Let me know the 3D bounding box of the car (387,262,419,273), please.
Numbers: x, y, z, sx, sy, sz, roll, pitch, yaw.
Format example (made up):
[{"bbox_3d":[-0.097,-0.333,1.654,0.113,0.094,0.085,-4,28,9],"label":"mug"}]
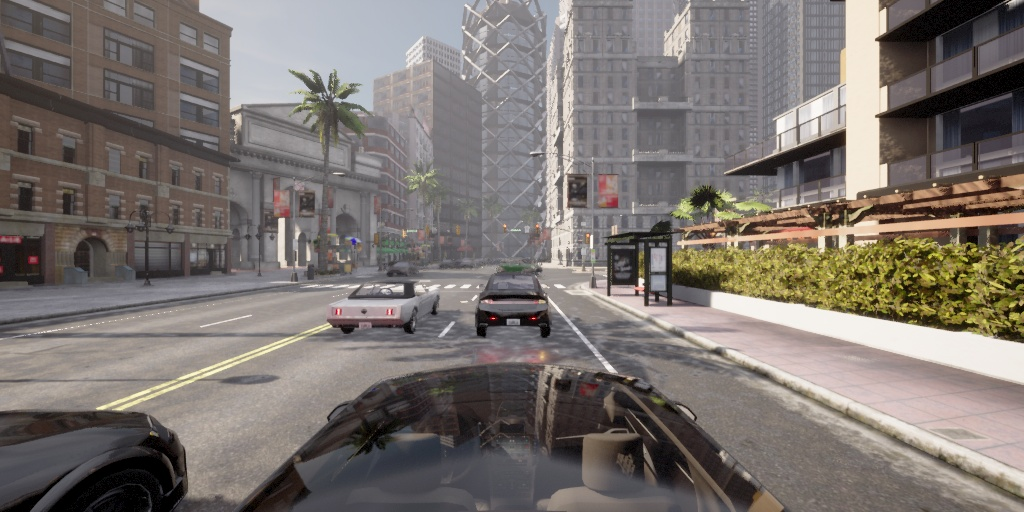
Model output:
[{"bbox_3d":[-10.672,1.297,35.386,2.033,1.411,5.357,0,0,0],"label":"car"}]

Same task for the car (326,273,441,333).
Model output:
[{"bbox_3d":[-3.457,1.351,10.708,1.895,1.301,4.718,0,0,0],"label":"car"}]

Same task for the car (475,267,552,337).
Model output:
[{"bbox_3d":[0.042,1.242,10.329,2.128,1.511,4.902,0,0,0],"label":"car"}]

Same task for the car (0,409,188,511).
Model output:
[{"bbox_3d":[-3.392,1.314,0.889,1.994,1.385,4.181,0,0,0],"label":"car"}]

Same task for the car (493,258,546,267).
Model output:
[{"bbox_3d":[0.792,1.102,36.729,4.553,1.767,2.097,0,0,30],"label":"car"}]

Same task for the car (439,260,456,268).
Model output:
[{"bbox_3d":[-10.700,1.297,59.549,2.033,1.411,5.357,0,0,0],"label":"car"}]

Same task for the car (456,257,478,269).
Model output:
[{"bbox_3d":[-7.202,1.297,57.976,2.033,1.411,5.357,0,0,0],"label":"car"}]
